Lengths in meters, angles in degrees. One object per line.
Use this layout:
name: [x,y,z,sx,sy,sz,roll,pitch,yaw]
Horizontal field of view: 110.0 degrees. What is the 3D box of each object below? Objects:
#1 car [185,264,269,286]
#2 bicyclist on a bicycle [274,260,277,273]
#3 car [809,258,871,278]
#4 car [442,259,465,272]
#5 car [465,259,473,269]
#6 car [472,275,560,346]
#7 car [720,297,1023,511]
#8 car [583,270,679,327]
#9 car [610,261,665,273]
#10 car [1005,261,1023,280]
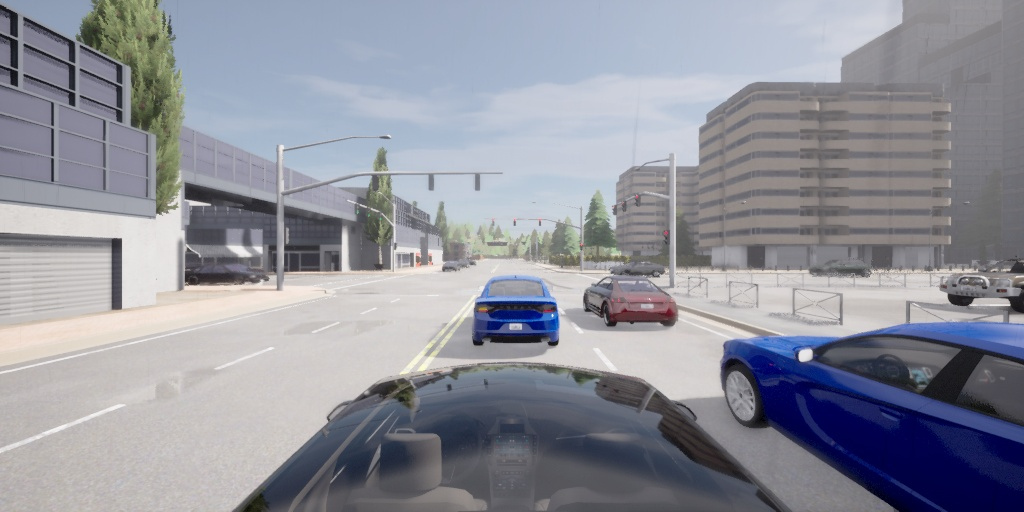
car: [-19.938,1.297,24.772,5.357,1.411,2.033,0,0,-1]
bicyclist on a bicycle: [-25.839,1.053,39.677,0.582,1.620,1.656,0,0,-1]
car: [30.674,1.101,33.671,4.553,1.767,2.097,0,0,-1]
car: [-7.840,1.297,46.897,2.033,1.411,5.357,0,0,0]
car: [-8.008,1.255,58.442,1.837,1.490,4.892,0,0,-1]
car: [0.095,1.228,9.461,1.882,1.535,5.008,0,0,0]
car: [3.603,1.228,2.610,1.882,1.535,5.008,0,0,0]
car: [3.603,1.314,11.593,1.994,1.385,4.181,0,0,0]
car: [11.536,1.241,33.139,4.902,1.511,2.128,0,0,-3]
car: [50.610,1.358,33.984,4.718,1.301,1.895,0,0,-1]
